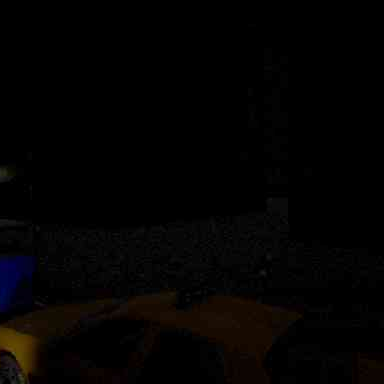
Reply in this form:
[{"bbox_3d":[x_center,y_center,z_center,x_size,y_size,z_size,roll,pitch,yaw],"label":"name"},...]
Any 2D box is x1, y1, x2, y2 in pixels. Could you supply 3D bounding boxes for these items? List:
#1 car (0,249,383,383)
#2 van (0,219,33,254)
[{"bbox_3d":[-0.197,1.523,3.108,4.829,1.417,1.752,0,0,36],"label":"car"},{"bbox_3d":[-4.646,1.333,6.284,3.998,1.788,1.690,0,0,36],"label":"van"}]
